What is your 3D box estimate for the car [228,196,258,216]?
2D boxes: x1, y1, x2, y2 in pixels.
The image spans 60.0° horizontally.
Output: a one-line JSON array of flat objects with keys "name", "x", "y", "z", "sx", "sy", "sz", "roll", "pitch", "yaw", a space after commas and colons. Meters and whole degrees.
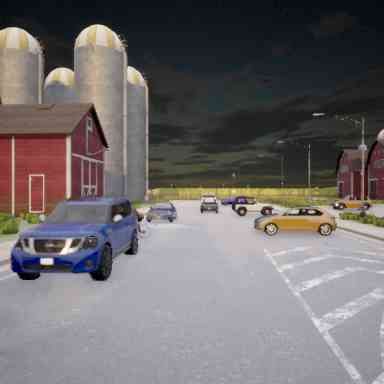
[{"name": "car", "x": 5.661, "y": 1.313, "z": 31.341, "sx": 3.866, "sy": 1.878, "sz": 1.905, "roll": 0, "pitch": 0, "yaw": 4}]

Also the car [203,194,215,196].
[{"name": "car", "x": 2.396, "y": 1.221, "z": 46.284, "sx": 2.150, "sy": 2.045, "sz": 5.566, "roll": 0, "pitch": 0, "yaw": 4}]

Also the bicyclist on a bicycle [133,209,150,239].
[{"name": "bicyclist on a bicycle", "x": -2.776, "y": 1.440, "z": 15.645, "sx": 1.656, "sy": 1.620, "sz": 0.582, "roll": -2, "pitch": 0, "yaw": 5}]

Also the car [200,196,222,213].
[{"name": "car", "x": 1.902, "y": 1.492, "z": 36.205, "sx": 2.128, "sy": 1.511, "sz": 4.902, "roll": 0, "pitch": 0, "yaw": 3}]

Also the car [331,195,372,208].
[{"name": "car", "x": 19.488, "y": 1.310, "z": 40.740, "sx": 4.605, "sy": 1.855, "sz": 1.932, "roll": 0, "pitch": 0, "yaw": 4}]

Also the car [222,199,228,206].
[{"name": "car", "x": 7.076, "y": 1.480, "z": 55.506, "sx": 4.611, "sy": 1.667, "sz": 2.242, "roll": 0, "pitch": 0, "yaw": 4}]

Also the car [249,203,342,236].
[{"name": "car", "x": 5.441, "y": 1.506, "z": 17.849, "sx": 4.193, "sy": 1.474, "sz": 1.816, "roll": 0, "pitch": 0, "yaw": 4}]

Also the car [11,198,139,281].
[{"name": "car", "x": -3.149, "y": 1.224, "z": 10.286, "sx": 2.150, "sy": 2.045, "sz": 5.566, "roll": 0, "pitch": 0, "yaw": 3}]

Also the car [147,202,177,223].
[{"name": "car", "x": -2.223, "y": 1.526, "z": 25.880, "sx": 1.812, "sy": 1.442, "sz": 4.674, "roll": 0, "pitch": 0, "yaw": 4}]
